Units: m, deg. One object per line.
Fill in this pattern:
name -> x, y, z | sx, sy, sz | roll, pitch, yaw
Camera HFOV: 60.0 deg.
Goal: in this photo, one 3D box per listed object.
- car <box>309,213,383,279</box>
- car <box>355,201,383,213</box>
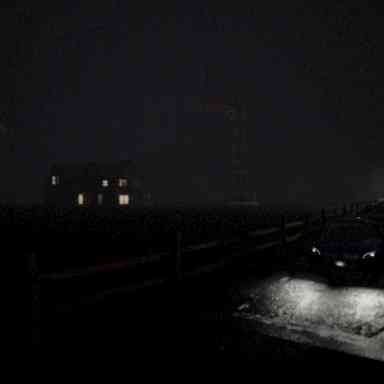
car -> 5.138, 1.607, 10.619 | 1.812, 1.442, 4.674 | -1, -1, 34
car -> 10.452, 1.479, 18.702 | 2.097, 1.767, 4.553 | -1, -1, 33
